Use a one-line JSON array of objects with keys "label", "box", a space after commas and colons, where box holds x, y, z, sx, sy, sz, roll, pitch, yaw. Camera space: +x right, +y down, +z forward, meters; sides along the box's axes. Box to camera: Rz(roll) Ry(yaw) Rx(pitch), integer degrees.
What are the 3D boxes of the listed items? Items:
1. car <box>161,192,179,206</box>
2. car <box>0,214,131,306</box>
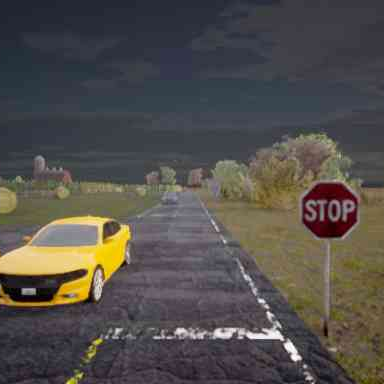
[{"label": "car", "box": [-2.752, 0.784, 42.989, 2.097, 1.767, 4.553, 0, 1, 0]}, {"label": "car", "box": [-2.750, 1.373, 8.097, 1.882, 1.535, 5.008, 0, 1, 0]}]
